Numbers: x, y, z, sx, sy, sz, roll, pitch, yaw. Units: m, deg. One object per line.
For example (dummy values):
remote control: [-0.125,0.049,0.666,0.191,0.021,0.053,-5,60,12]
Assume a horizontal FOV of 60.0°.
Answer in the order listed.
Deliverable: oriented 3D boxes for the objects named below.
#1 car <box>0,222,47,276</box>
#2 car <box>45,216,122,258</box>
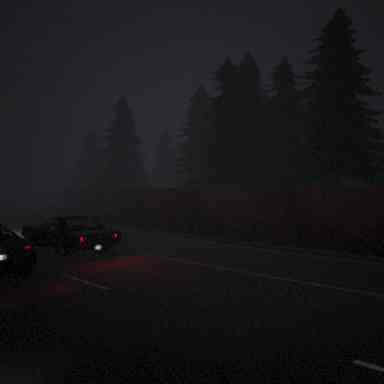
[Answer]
car: [-6.068,1.533,9.296,4.181,1.385,1.994,0,0,42]
car: [-4.812,1.580,12.821,4.718,1.301,1.895,0,0,43]
